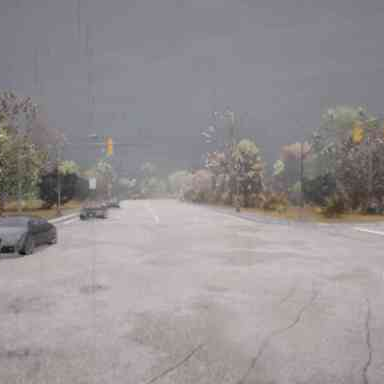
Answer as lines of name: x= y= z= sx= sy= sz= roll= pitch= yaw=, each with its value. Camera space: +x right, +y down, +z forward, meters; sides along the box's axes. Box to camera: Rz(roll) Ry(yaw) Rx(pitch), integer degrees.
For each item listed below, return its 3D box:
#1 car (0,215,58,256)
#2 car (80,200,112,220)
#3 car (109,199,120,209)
car: x=-6.932 y=1.625 z=13.206 sx=1.994 sy=1.385 sz=4.181 roll=0 pitch=0 yaw=-3
car: x=-8.453 y=1.673 z=28.988 sx=1.994 sy=1.385 sz=4.181 roll=0 pitch=0 yaw=-7
car: x=-11.637 y=1.743 z=49.371 sx=2.033 sy=1.411 sz=5.357 roll=0 pitch=0 yaw=-10
